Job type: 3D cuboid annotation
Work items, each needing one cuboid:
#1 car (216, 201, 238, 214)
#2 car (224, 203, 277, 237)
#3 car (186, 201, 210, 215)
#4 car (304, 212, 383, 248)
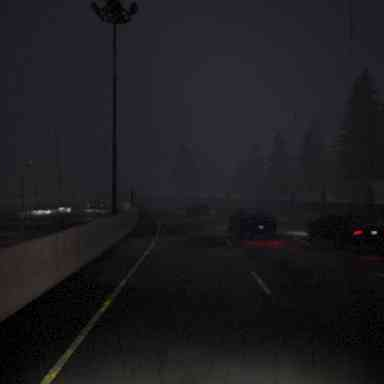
[{"bbox_3d":[4.175,1.737,37.284,1.882,1.535,5.008,0,0,-13],"label":"car"},{"bbox_3d":[3.295,1.610,18.950,1.882,1.535,5.008,0,0,-3],"label":"car"},{"bbox_3d":[0.586,1.736,37.263,1.882,1.535,5.008,0,0,-13],"label":"car"},{"bbox_3d":[6.998,1.655,15.445,2.033,1.411,5.357,0,0,-2],"label":"car"}]
